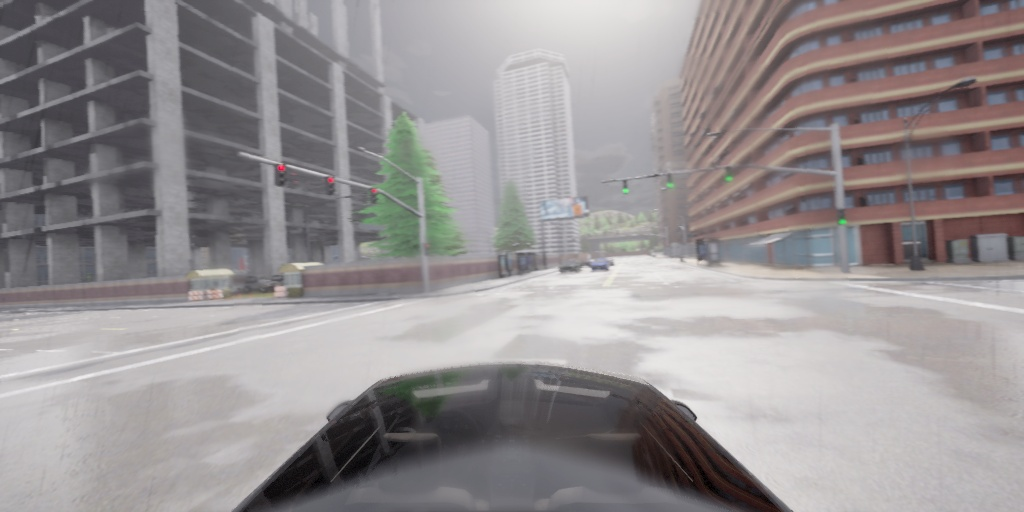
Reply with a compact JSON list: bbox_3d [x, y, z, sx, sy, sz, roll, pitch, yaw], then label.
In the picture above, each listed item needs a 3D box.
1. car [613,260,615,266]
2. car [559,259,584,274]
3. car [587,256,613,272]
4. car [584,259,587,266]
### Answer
[{"bbox_3d":[15.452,0.930,57.562,2.033,1.411,5.357,-4,-1,18],"label":"car"},{"bbox_3d":[7.002,1.122,43.149,2.097,1.767,4.553,-4,-1,18],"label":"car"},{"bbox_3d":[10.382,1.017,42.216,1.882,1.535,5.008,-4,-1,19],"label":"car"},{"bbox_3d":[12.084,1.214,58.501,1.895,1.301,4.718,-4,-1,19],"label":"car"}]
